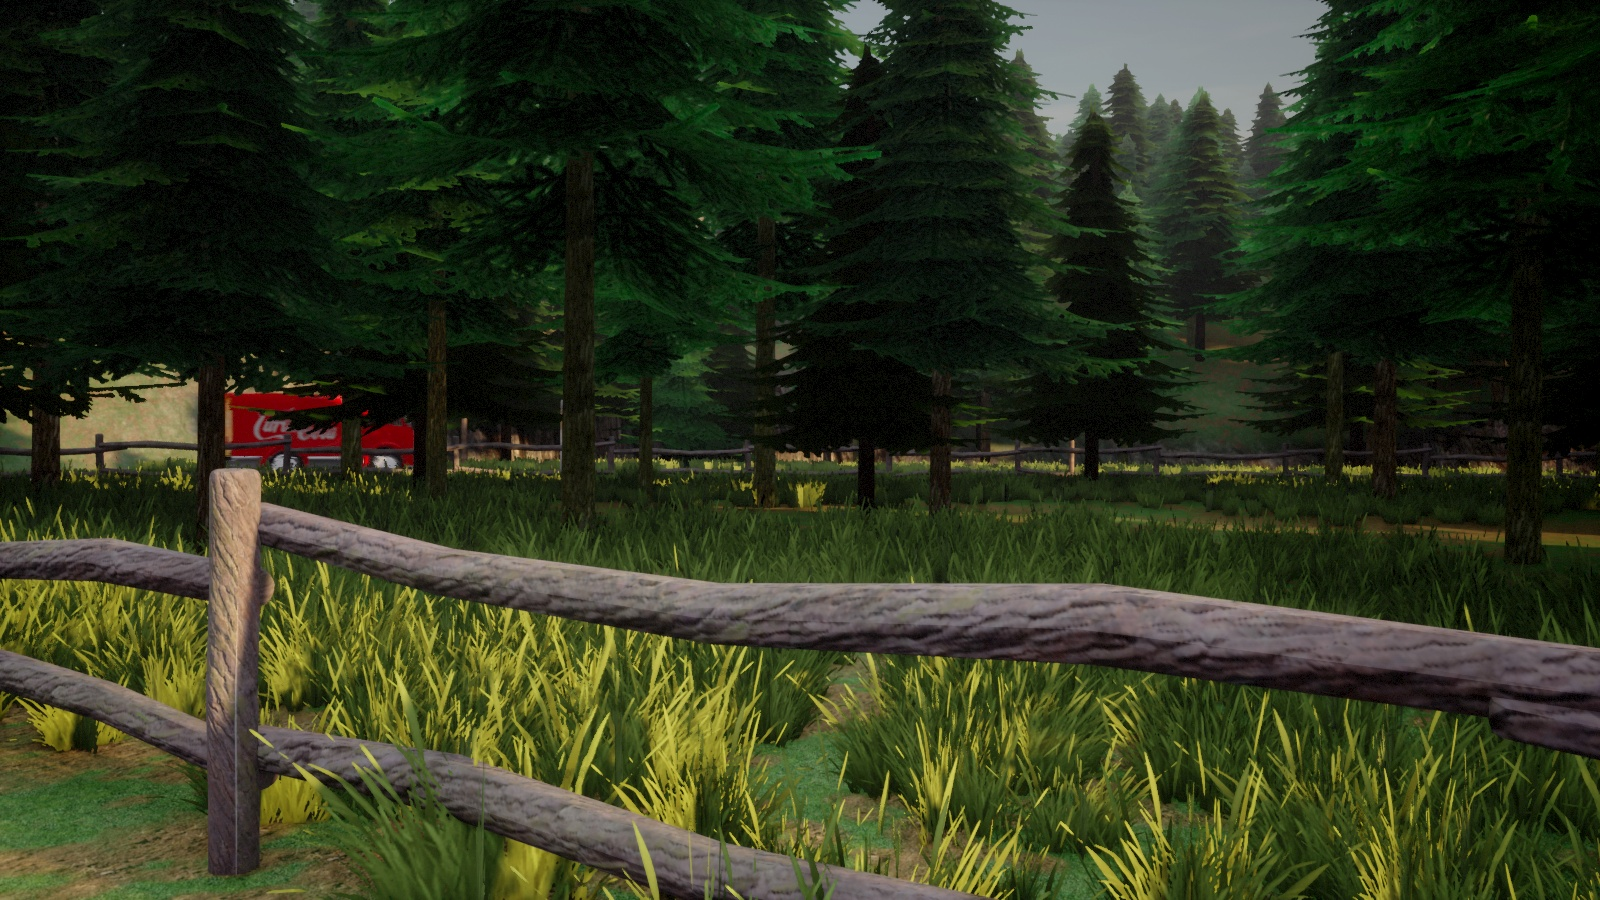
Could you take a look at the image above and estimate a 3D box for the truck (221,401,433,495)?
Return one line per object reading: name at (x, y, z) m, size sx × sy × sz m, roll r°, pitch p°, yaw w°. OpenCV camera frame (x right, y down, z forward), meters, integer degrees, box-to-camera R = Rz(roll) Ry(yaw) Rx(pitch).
truck at (-13.327, -0.092, 35.431) m, size 5.204 × 2.467 × 2.627 m, roll -1°, pitch 0°, yaw -31°
